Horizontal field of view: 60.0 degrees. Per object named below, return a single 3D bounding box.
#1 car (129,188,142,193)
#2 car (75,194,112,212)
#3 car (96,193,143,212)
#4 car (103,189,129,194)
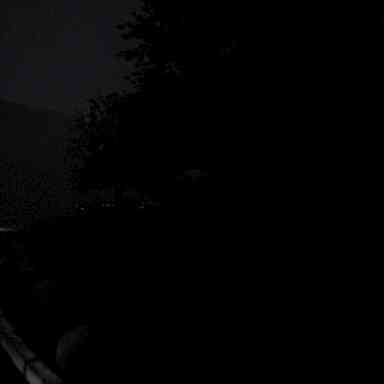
[{"bbox_3d":[-10.654,0.020,60.487,1.946,1.575,5.366,0,3,31],"label":"car"},{"bbox_3d":[-10.359,1.327,36.047,1.895,1.301,4.718,0,3,23],"label":"car"},{"bbox_3d":[-7.270,1.238,35.148,2.033,1.411,5.357,0,3,23],"label":"car"},{"bbox_3d":[-13.515,0.347,55.774,1.946,1.575,5.366,0,3,31],"label":"car"}]
